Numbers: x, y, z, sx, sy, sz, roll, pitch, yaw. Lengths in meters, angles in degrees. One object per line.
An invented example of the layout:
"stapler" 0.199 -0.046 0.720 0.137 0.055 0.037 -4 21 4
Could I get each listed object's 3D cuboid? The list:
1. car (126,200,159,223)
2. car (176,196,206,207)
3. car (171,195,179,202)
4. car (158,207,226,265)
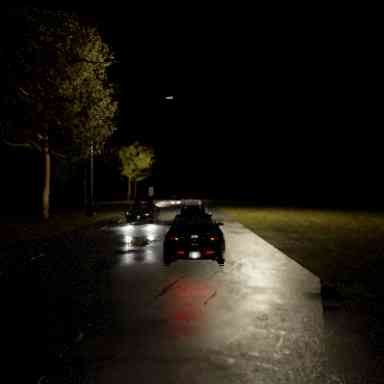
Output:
"car" -3.505 1.383 24.175 1.837 1.490 4.892 0 0 0
"car" 0.060 1.335 26.922 2.128 1.511 4.902 0 1 0
"car" -3.529 1.395 73.109 2.128 1.511 4.902 0 0 0
"car" 0.065 1.464 11.449 1.837 1.490 4.892 0 0 0
